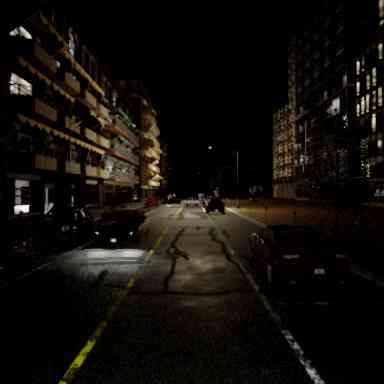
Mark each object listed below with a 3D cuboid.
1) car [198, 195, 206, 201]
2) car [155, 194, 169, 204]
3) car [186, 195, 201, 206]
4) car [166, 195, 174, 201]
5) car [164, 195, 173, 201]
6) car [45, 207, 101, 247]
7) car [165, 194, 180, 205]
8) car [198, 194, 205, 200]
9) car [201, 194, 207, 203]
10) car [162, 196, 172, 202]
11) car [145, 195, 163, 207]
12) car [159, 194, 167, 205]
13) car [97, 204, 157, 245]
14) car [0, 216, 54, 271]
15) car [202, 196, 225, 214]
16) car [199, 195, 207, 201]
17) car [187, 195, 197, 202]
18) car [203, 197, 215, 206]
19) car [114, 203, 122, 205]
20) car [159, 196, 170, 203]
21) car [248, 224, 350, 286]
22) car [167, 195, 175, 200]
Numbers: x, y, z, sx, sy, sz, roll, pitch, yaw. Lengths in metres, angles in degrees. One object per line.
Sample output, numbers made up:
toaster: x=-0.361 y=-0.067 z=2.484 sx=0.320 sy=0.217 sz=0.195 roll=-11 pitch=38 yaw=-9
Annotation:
car: x=2.665 y=1.574 z=86.606 sx=1.947 sy=1.339 sz=4.313 roll=0 pitch=0 yaw=0
car: x=-5.712 y=1.305 z=64.497 sx=2.192 sy=1.841 sz=5.009 roll=0 pitch=0 yaw=0
car: x=-0.012 y=1.586 z=52.922 sx=1.895 sy=1.301 sz=4.718 roll=0 pitch=0 yaw=0
car: x=-5.715 y=1.574 z=86.604 sx=1.947 sy=1.339 sz=4.313 roll=0 pitch=0 yaw=0
car: x=-5.715 y=1.442 z=81.077 sx=1.967 sy=1.590 sz=4.097 roll=0 pitch=0 yaw=0
car: x=-5.699 y=1.429 z=14.758 sx=1.967 sy=1.590 sz=4.097 roll=0 pitch=0 yaw=0
car: x=-3.071 y=1.549 z=57.320 sx=1.994 sy=1.385 sz=4.181 roll=0 pitch=0 yaw=0
car: x=2.663 y=1.455 z=92.132 sx=1.967 sy=1.590 sz=4.097 roll=0 pitch=0 yaw=0
car: x=2.673 y=1.423 z=47.919 sx=1.967 sy=1.590 sz=4.097 roll=0 pitch=0 yaw=0
car: x=-5.713 y=1.548 z=75.551 sx=2.008 sy=1.369 sz=4.403 roll=0 pitch=0 yaw=0
car: x=-5.707 y=1.527 z=47.918 sx=1.887 sy=1.381 sz=4.507 roll=0 pitch=0 yaw=0
car: x=-5.709 y=1.512 z=58.802 sx=1.752 sy=1.417 sz=4.829 roll=0 pitch=0 yaw=0
car: x=-3.106 y=1.535 z=15.827 sx=2.033 sy=1.411 sz=5.357 roll=0 pitch=0 yaw=0
car: x=-5.697 y=1.574 z=9.232 sx=1.802 sy=1.307 sz=4.206 roll=0 pitch=0 yaw=0
car: x=2.346 y=1.486 z=34.336 sx=1.837 sy=1.490 sz=4.892 roll=0 pitch=0 yaw=0
car: x=2.666 y=1.528 z=81.248 sx=1.752 sy=1.417 sz=4.829 roll=0 pitch=0 yaw=0
car: x=-0.014 y=1.311 z=69.866 sx=1.882 sy=1.535 sz=5.008 roll=0 pitch=0 yaw=0
car: x=2.672 y=1.511 z=53.616 sx=1.752 sy=1.417 sz=4.829 roll=0 pitch=0 yaw=0
car: x=-5.701 y=1.508 z=25.641 sx=1.752 sy=1.417 sz=4.829 roll=0 pitch=0 yaw=0
car: x=-5.711 y=1.543 z=70.024 sx=2.008 sy=1.369 sz=4.403 roll=0 pitch=0 yaw=0
car: x=2.683 y=1.538 z=9.233 sx=1.887 sy=1.381 sz=4.507 roll=0 pitch=0 yaw=0
car: x=-5.717 y=1.559 z=92.130 sx=1.887 sy=1.381 sz=4.507 roll=0 pitch=0 yaw=0
